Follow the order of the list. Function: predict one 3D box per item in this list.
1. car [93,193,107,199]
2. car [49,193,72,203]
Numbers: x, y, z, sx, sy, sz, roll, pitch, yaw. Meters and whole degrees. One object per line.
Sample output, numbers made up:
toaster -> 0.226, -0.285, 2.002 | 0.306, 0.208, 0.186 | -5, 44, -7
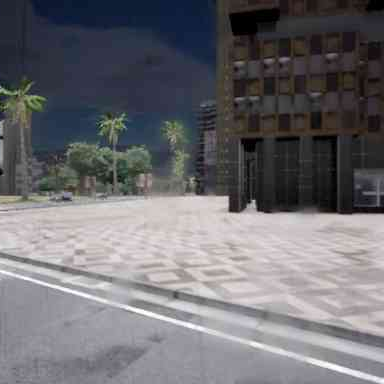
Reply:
car -> -21.184, 0.919, 76.875 | 1.812, 1.442, 4.674 | 0, 1, 10
car -> -24.140, 1.007, 61.043 | 2.097, 1.767, 4.553 | 0, 0, 12
